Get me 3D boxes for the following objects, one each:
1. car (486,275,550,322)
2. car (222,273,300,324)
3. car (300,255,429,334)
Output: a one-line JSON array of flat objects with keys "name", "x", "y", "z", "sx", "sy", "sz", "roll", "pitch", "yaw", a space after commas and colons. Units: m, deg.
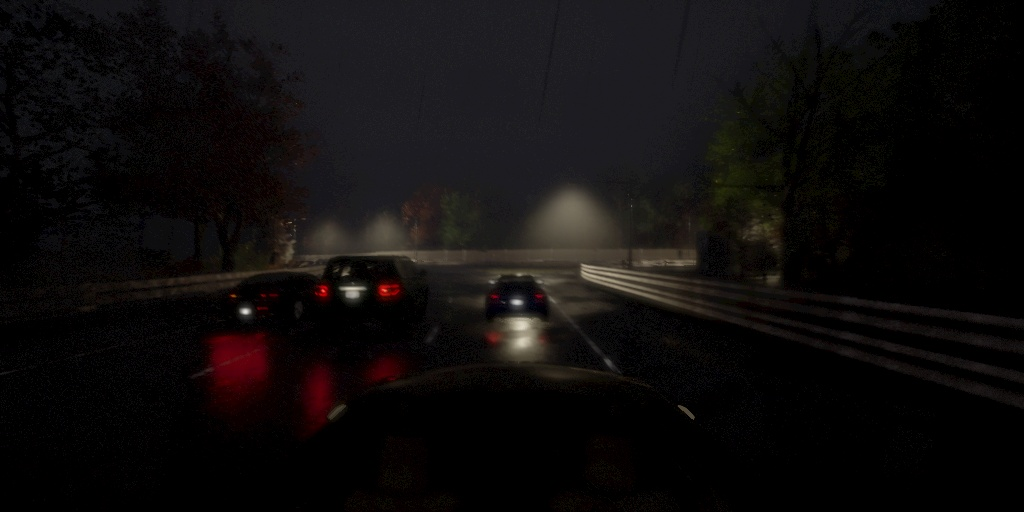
[{"name": "car", "x": 0.178, "y": 1.326, "z": 12.393, "sx": 1.994, "sy": 1.385, "sz": 4.181, "roll": 0, "pitch": 0, "yaw": 0}, {"name": "car", "x": -7.631, "y": 1.305, "z": 12.358, "sx": 1.837, "sy": 1.490, "sz": 4.892, "roll": 0, "pitch": 0, "yaw": -6}, {"name": "car", "x": -3.951, "y": 1.002, "z": 11.041, "sx": 2.150, "sy": 2.045, "sz": 5.566, "roll": 0, "pitch": 0, "yaw": -5}]
